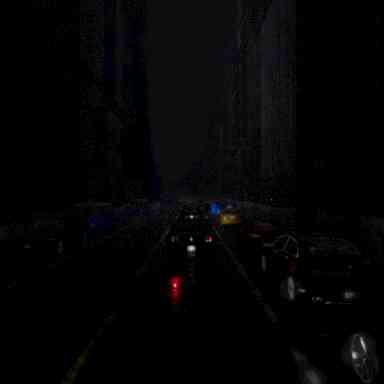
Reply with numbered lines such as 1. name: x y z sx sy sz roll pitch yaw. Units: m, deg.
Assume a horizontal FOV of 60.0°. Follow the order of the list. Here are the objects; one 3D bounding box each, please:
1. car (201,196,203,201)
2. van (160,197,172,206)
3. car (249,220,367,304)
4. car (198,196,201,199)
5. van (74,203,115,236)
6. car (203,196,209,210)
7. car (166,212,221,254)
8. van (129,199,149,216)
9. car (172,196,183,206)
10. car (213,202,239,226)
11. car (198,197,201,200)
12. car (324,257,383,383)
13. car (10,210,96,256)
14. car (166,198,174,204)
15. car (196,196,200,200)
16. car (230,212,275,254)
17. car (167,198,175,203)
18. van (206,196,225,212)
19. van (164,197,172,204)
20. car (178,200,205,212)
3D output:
1. car: 3.044 1.701 54.189 2.150 2.045 5.566 0 0 0
2. van: -5.755 1.958 70.225 1.690 1.788 3.998 0 0 0
3. car: 2.843 1.626 8.107 2.008 1.369 4.403 0 -1 0
4. car: 2.771 2.168 70.240 2.008 1.369 4.403 0 0 0
5. van: -5.697 1.517 19.387 1.690 1.788 3.998 0 -1 0
6. car: 3.052 1.649 47.189 2.150 2.045 5.566 0 0 0
7. car: -0.015 1.730 14.086 1.895 1.301 4.718 0 0 0
8. van: -5.716 1.667 36.333 1.690 1.788 3.998 0 -1 0
9. car: -3.082 1.978 71.009 2.097 1.767 4.553 0 0 0
10. car: 2.822 1.754 25.222 1.752 1.417 4.829 0 -1 0
11. car: 2.778 2.120 64.591 2.008 1.369 4.403 0 0 0
12. car: 2.849 1.590 2.458 1.947 1.339 4.313 0 -1 0
13. car: -5.689 1.670 13.737 1.887 1.381 4.507 0 -1 0
14. car: -5.773 2.285 86.999 1.752 1.417 4.829 0 0 0
15. car: 2.751 2.202 87.186 1.967 1.590 4.097 0 0 0
16. car: 2.836 1.708 13.755 1.802 1.307 4.206 0 -1 0
17. car: -5.780 2.376 92.818 1.947 1.339 4.313 0 0 0
18. van: 2.809 1.667 36.350 1.690 1.788 3.998 0 0 0
19. van: -5.768 2.054 81.522 1.690 1.788 3.998 0 0 0
20. car: -0.030 1.772 29.275 1.837 1.490 4.892 0 0 0
